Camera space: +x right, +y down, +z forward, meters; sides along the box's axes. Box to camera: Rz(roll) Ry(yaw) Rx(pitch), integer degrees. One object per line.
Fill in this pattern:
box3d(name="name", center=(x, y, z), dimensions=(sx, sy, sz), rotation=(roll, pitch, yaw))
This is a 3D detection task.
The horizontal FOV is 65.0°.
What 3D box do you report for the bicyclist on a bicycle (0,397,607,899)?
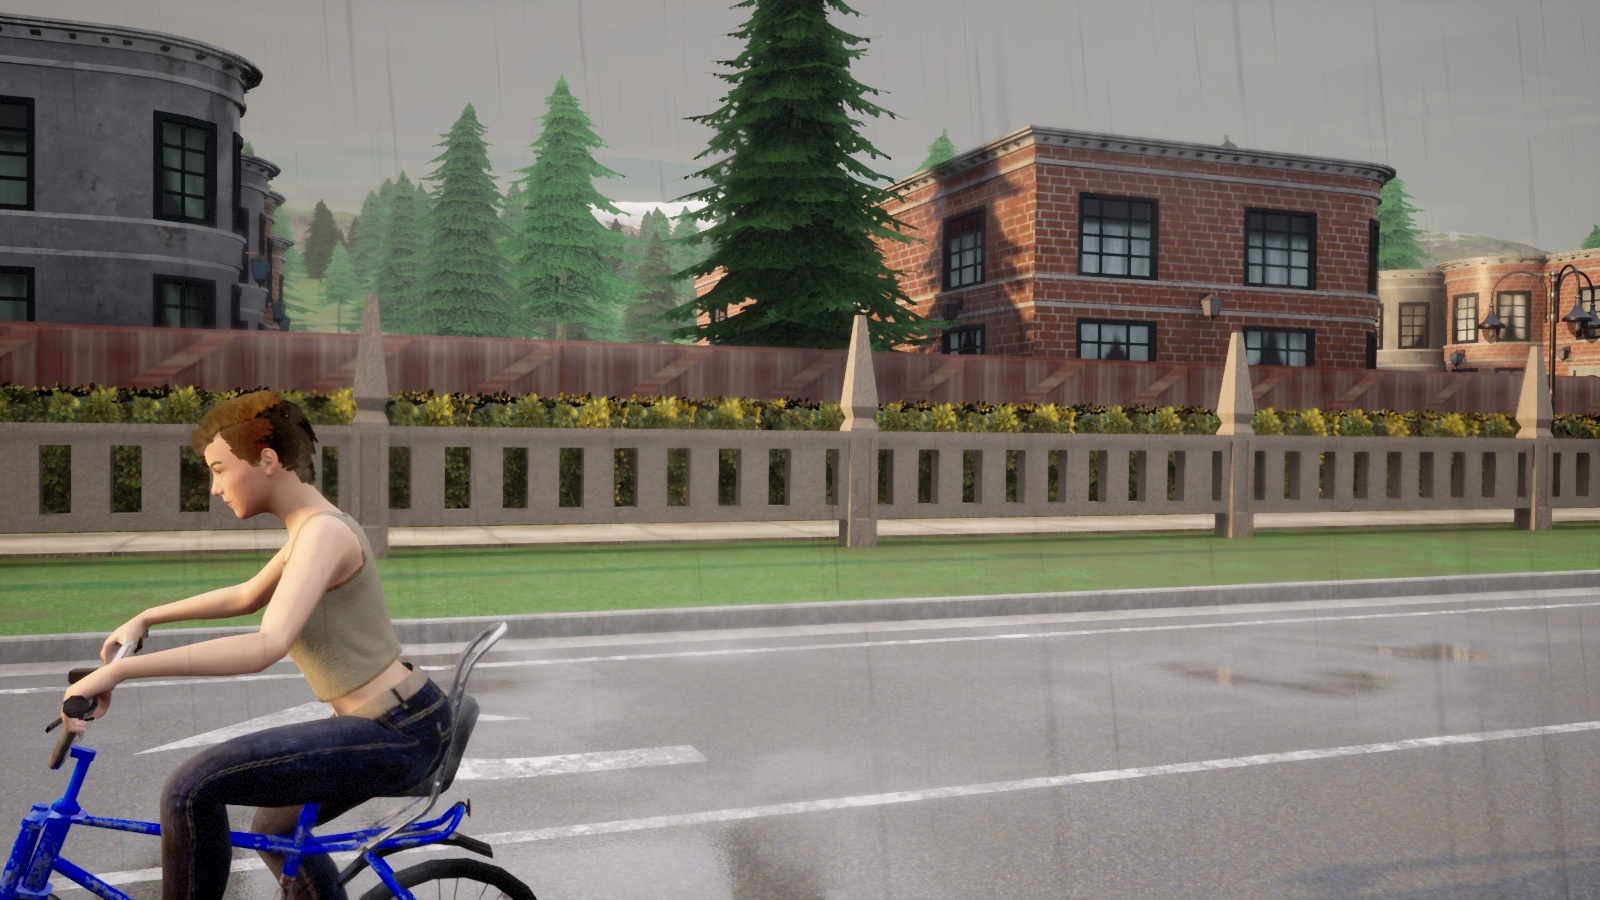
box3d(name="bicyclist on a bicycle", center=(-1.262, 0.703, 2.754), dimensions=(1.509, 1.612, 0.866), rotation=(-1, 1, -20))
